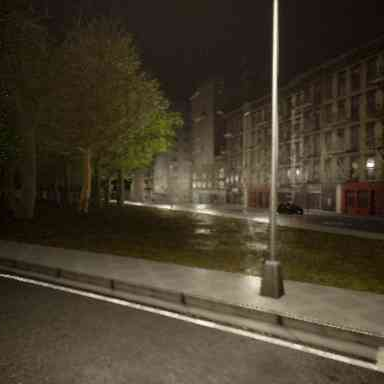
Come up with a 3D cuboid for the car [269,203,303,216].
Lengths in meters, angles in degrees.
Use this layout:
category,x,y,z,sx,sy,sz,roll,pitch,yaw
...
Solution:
category,x,y,z,sx,sy,sz,roll,pitch,yaw
car,10.599,1.942,37.507,1.812,1.442,4.674,0,0,-20
